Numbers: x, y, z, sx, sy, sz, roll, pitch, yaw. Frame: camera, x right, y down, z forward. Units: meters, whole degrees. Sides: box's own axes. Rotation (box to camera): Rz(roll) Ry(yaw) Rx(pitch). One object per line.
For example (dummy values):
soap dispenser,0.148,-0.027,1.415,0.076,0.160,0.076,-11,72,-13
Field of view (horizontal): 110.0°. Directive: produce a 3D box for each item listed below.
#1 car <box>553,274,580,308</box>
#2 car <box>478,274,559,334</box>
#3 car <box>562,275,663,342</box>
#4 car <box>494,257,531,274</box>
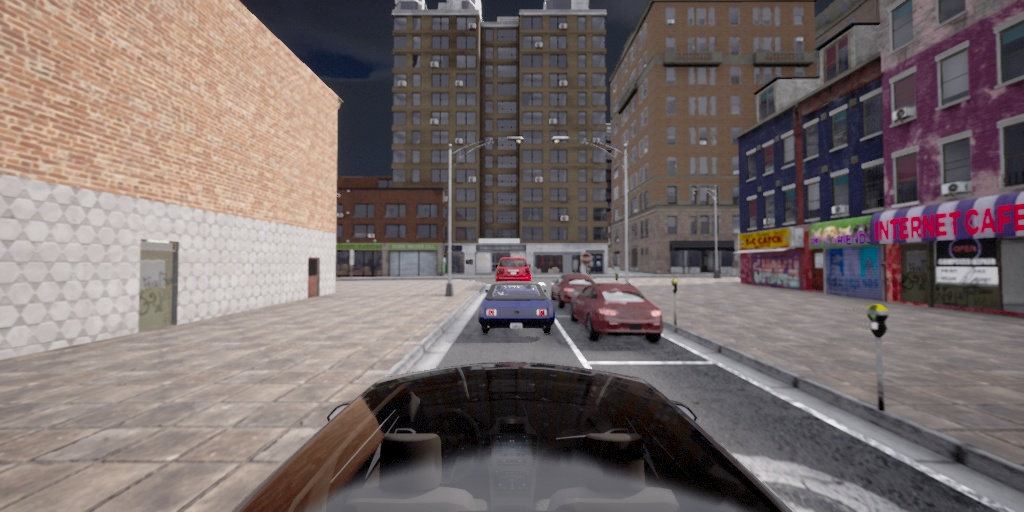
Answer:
car,2.643,1.414,15.185,1.802,1.307,4.207,0,0,0
car,0.113,1.406,10.852,1.895,1.301,4.718,0,0,0
car,2.642,1.380,9.747,1.802,1.307,4.207,0,0,0
car,0.030,1.105,23.347,2.150,2.045,5.566,0,0,-1
